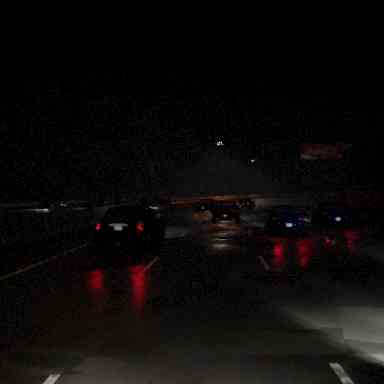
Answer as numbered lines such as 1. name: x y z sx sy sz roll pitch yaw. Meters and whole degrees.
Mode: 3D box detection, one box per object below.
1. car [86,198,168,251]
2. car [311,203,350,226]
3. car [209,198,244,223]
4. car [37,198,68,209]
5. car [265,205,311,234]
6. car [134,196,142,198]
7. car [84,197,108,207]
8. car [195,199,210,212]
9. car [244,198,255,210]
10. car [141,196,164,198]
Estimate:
1. car: -2.446 1.324 14.137 2.097 1.767 4.553 0 0 6
2. car: 9.358 1.467 22.677 1.812 1.442 4.674 0 0 10
3. car: 2.673 1.421 24.927 1.882 1.535 5.008 0 0 10
4. car: -18.304 1.489 43.769 1.994 1.385 4.181 0 0 16
5. car: 5.213 1.479 18.992 1.812 1.442 4.674 0 0 8
6. car: -8.317 1.374 52.409 1.882 1.535 5.008 0 0 20
7. car: -13.497 1.437 47.823 1.812 1.442 4.674 0 0 18
8. car: 1.714 1.445 36.731 1.812 1.442 4.674 0 0 14
9. car: 6.843 1.450 41.981 2.033 1.411 5.357 0 0 17
10. car: -5.220 1.444 50.680 2.033 1.411 5.357 0 0 19
